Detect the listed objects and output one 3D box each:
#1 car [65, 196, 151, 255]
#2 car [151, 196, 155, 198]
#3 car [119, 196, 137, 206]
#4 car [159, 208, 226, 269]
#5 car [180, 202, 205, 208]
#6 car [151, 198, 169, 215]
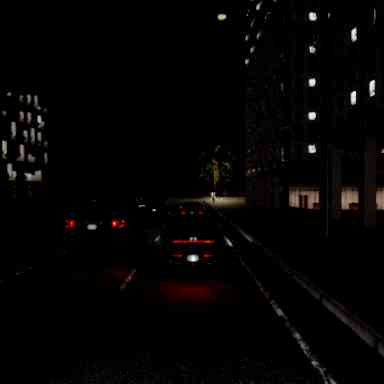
[{"bbox_3d":[-3.186,1.190,13.331,2.150,2.045,5.566,0,0,0],"label":"car"},{"bbox_3d":[-6.585,1.358,51.547,1.837,1.490,4.892,0,1,0],"label":"car"},{"bbox_3d":[-9.834,1.358,51.418,1.837,1.490,4.892,0,1,0],"label":"car"},{"bbox_3d":[0.048,1.477,11.053,1.837,1.490,4.892,0,0,0],"label":"car"},{"bbox_3d":[0.044,1.481,25.673,2.033,1.411,5.357,0,0,1],"label":"car"},{"bbox_3d":[-3.179,1.486,30.065,1.994,1.385,4.181,0,0,0],"label":"car"}]
